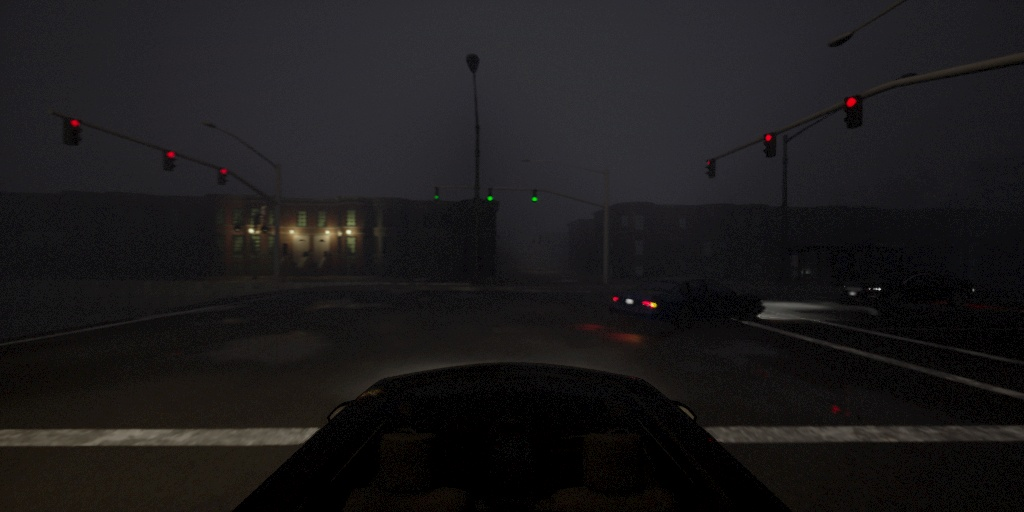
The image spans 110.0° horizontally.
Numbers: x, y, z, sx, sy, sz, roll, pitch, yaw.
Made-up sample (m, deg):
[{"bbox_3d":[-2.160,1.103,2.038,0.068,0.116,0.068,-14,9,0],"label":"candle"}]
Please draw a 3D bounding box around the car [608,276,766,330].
[{"bbox_3d":[5.581,1.357,11.297,5.357,1.411,2.033,1,0,-27],"label":"car"}]

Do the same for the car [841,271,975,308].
[{"bbox_3d":[17.507,1.417,15.986,4.902,1.511,2.128,1,0,-3],"label":"car"}]
